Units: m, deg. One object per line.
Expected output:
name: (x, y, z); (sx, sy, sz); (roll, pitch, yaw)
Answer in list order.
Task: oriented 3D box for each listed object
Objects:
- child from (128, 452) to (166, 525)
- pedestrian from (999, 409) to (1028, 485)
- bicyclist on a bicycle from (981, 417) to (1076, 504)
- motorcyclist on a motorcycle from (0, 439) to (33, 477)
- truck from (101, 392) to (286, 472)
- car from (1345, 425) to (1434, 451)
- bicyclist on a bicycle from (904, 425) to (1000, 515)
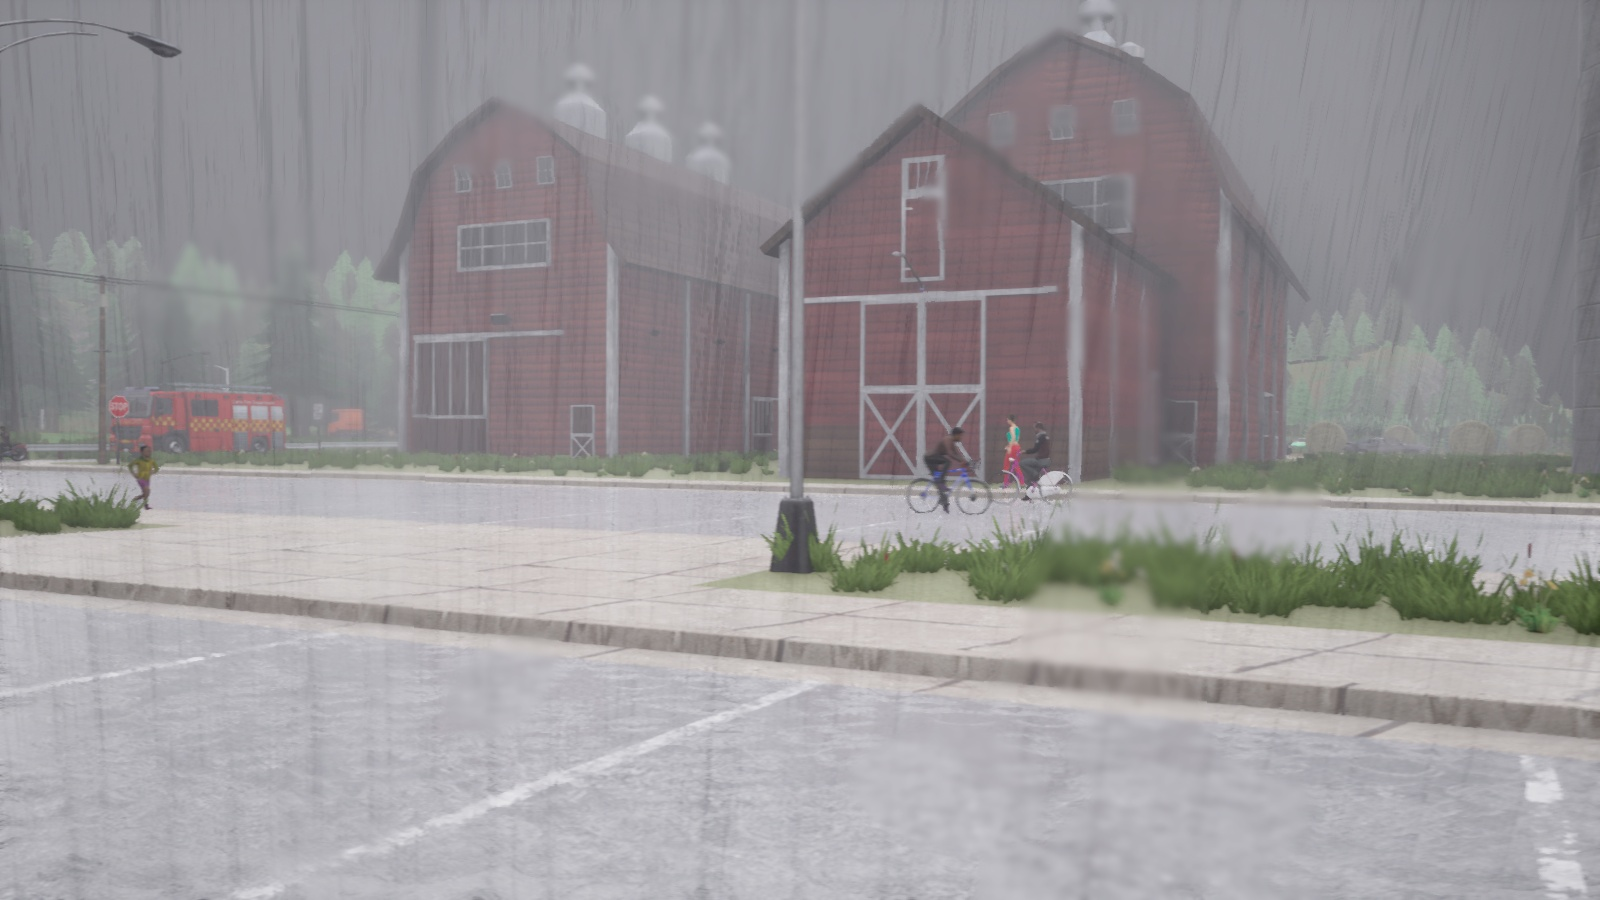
child: (-10.648, 0.622, 20.478); (0.473, 1.160, 0.299); (0, 1, 26)
pedestrian: (5.198, -0.067, 30.570); (0.594, 1.836, 0.345); (0, 1, 43)
bicyclist on a bicycle: (4.748, 0.211, 26.114); (1.843, 1.776, 0.659); (0, 1, 25)
motorcyclist on a motorcycle: (-35.265, 0.365, 55.401); (0.766, 1.649, 2.350); (0, 1, 26)
truck: (-30.862, -0.916, 64.373); (2.891, 3.827, 8.468); (0, 1, 26)
car: (36.121, -0.741, 77.010); (4.902, 1.511, 2.128); (0, 1, 25)
bicyclist on a bicycle: (2.804, 0.353, 23.162); (1.656, 1.620, 0.582); (0, 1, 25)
